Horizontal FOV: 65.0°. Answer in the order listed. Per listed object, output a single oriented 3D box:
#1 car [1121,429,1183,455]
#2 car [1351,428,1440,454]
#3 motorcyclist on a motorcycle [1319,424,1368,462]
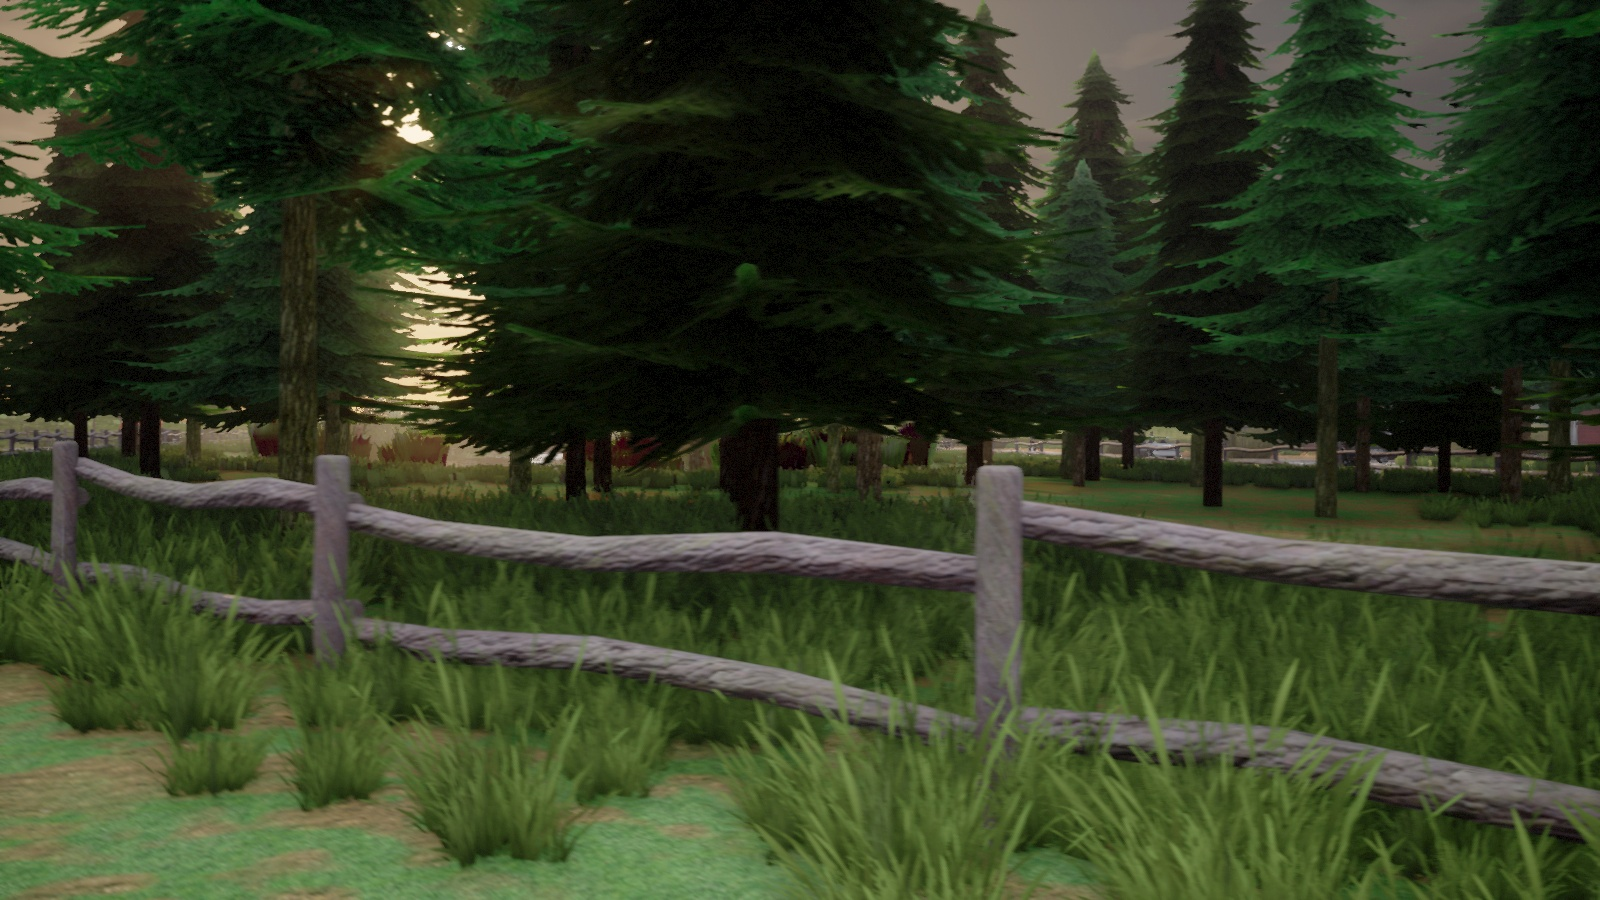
[{"bbox_3d":[20.647,-0.484,73.782,1.970,1.475,3.806,-1,1,-12],"label":"car"},{"bbox_3d":[35.300,-0.536,74.462,4.674,1.442,1.812,-1,1,-14],"label":"car"},{"bbox_3d":[24.258,-0.307,56.090,0.766,1.649,2.350,-1,1,-12],"label":"motorcyclist on a motorcycle"}]
